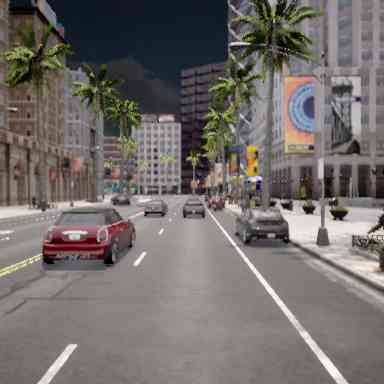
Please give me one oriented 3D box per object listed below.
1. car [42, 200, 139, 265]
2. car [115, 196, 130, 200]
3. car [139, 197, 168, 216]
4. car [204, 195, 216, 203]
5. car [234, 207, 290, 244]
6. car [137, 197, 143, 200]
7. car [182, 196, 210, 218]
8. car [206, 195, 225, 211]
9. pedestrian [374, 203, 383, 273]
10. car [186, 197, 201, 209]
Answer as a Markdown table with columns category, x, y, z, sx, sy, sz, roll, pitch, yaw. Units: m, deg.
| category | x | y | z | sx | sy | sz | roll | pitch | yaw |
| --- | --- | --- | --- | --- | --- | --- | --- | --- | --- |
| car | -3.375 | 1.323 | 11.725 | 2.097 | 1.767 | 4.553 | 0 | 0 | 0 |
| car | -10.427 | 1.356 | 49.381 | 1.882 | 1.535 | 5.008 | 0 | 0 | 1 |
| car | -3.319 | 1.470 | 31.115 | 2.033 | 1.411 | 5.357 | 0 | 0 | 0 |
| car | 3.578 | 1.348 | 66.808 | 2.161 | 1.482 | 4.786 | 0 | 0 | 0 |
| car | 3.128 | 1.442 | 15.504 | 2.231 | 1.521 | 4.892 | 0 | 0 | 0 |
| car | -6.936 | 1.405 | 48.841 | 1.812 | 1.442 | 4.674 | 0 | 0 | 1 |
| car | 0.177 | 1.417 | 29.539 | 2.128 | 1.511 | 4.902 | 0 | 0 | 0 |
| car | 3.214 | 1.243 | 44.879 | 2.185 | 1.767 | 4.553 | 0 | 0 | 0 |
| pedestrian | 4.836 | 1.121 | 8.182 | 0.375 | 1.860 | 0.375 | 0 | 0 | 0 |
| car | 0.221 | 1.392 | 44.508 | 1.837 | 1.490 | 4.892 | 0 | -1 | 0 |
